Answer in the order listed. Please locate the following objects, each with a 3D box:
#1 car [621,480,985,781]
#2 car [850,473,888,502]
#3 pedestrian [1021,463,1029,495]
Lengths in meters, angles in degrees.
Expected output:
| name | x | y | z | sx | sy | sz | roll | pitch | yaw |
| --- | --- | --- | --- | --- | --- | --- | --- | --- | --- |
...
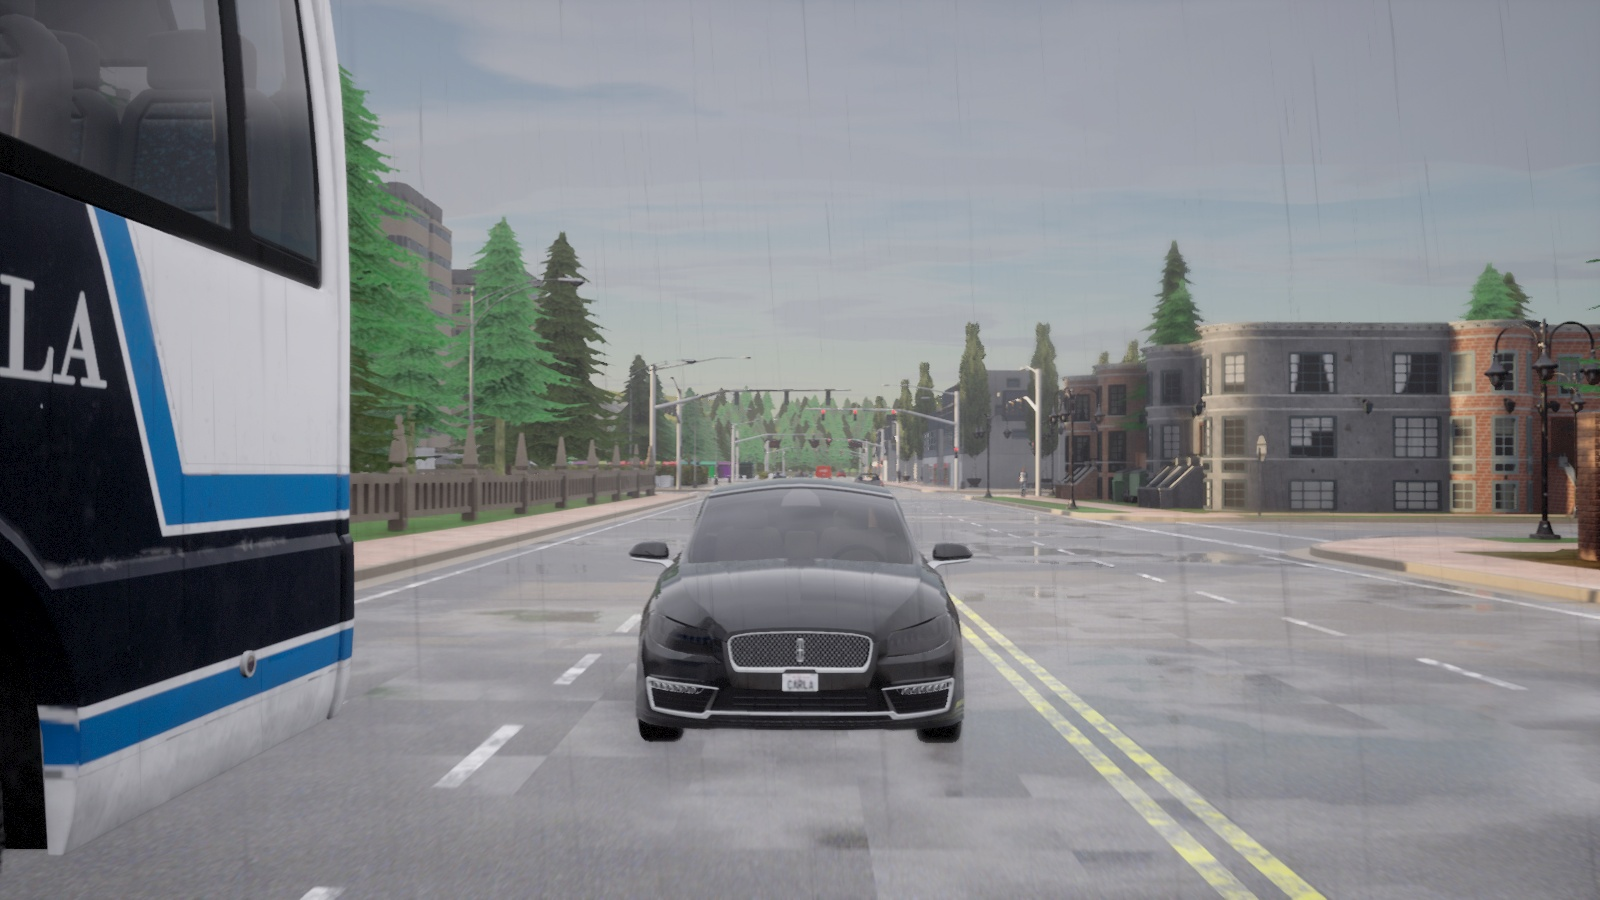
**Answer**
| name | x | y | z | sx | sy | sz | roll | pitch | yaw |
| --- | --- | --- | --- | --- | --- | --- | --- | --- | --- |
| car | 0.018 | 0.973 | 8.811 | 1.837 | 1.490 | 4.892 | 0 | -1 | 0 |
| car | 3.637 | 1.974 | 66.846 | 1.845 | 1.501 | 3.633 | 0 | -1 | 0 |
| pedestrian | 12.966 | 1.678 | 72.373 | 0.354 | 1.836 | 0.706 | 0 | -1 | 2 |
